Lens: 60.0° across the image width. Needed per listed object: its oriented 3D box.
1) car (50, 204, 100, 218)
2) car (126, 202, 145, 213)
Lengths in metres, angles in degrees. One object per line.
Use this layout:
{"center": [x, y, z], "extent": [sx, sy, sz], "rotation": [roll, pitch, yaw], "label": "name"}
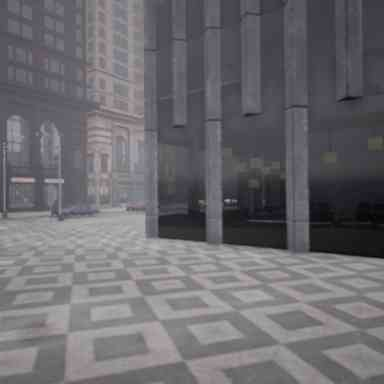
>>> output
{"center": [-12.544, 1.971, 36.101], "extent": [2.033, 1.411, 5.357], "rotation": [-1, -1, 35], "label": "car"}
{"center": [-6.610, 2.052, 44.444], "extent": [1.895, 1.301, 4.718], "rotation": [-1, -1, 36], "label": "car"}
